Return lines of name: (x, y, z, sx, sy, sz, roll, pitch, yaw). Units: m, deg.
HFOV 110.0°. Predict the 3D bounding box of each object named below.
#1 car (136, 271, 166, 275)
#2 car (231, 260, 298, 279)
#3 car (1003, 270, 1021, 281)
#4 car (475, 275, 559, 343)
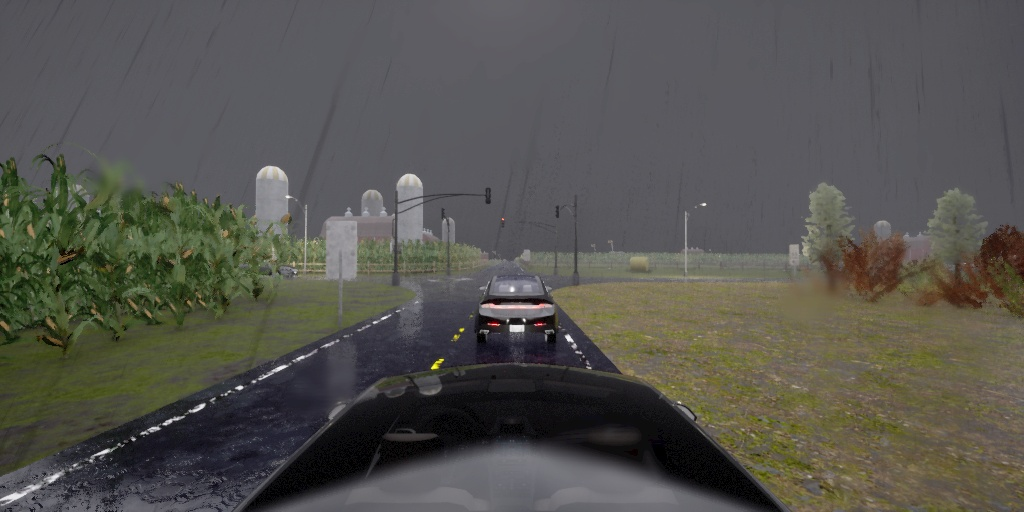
car: (-29.754, 1.036, 28.261, 5.357, 1.411, 2.033, 0, -1, -3)
car: (-19.934, 1.059, 28.805, 4.902, 1.511, 2.128, 0, -1, -4)
car: (48.674, 1.720, 33.485, 4.674, 1.442, 1.812, 1, -1, -5)
car: (0.103, 1.245, 9.645, 2.128, 1.511, 4.902, 0, 0, 0)
